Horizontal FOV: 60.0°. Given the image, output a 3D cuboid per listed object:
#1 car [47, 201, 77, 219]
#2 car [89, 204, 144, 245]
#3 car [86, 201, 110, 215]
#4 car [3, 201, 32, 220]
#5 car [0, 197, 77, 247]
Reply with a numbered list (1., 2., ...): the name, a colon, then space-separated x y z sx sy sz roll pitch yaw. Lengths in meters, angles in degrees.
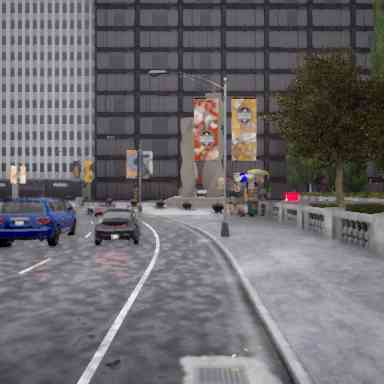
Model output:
1. car: -11.754 1.564 29.911 1.994 1.385 4.181 0 0 -29
2. car: -3.368 1.514 15.592 1.837 1.490 4.892 0 0 -7
3. car: -8.702 1.566 31.624 1.994 1.385 4.181 0 0 -29
4. car: -15.420 1.588 29.252 1.994 1.385 4.181 0 0 -31
5. car: -6.842 1.253 15.165 2.150 2.045 5.566 0 0 -7
